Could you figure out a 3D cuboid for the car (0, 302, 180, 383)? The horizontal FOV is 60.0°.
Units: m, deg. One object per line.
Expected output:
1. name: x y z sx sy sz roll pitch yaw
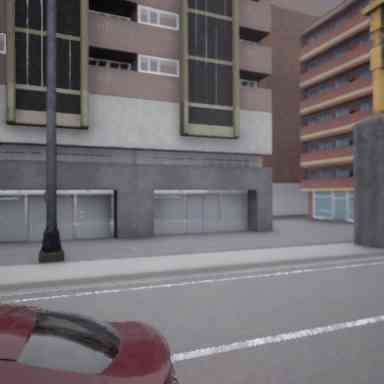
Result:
1. car: -2.298 1.536 1.989 4.674 1.442 1.812 0 -1 -22
